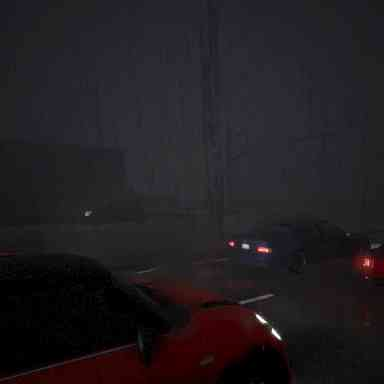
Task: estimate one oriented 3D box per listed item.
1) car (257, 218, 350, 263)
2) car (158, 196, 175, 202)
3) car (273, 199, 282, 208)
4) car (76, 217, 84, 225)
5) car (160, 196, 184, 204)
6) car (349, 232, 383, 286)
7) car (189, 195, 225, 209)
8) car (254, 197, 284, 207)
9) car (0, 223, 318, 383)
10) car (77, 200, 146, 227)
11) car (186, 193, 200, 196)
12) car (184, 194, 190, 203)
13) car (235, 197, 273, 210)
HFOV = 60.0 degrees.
[{"bbox_3d":[3.534,1.547,10.615,5.357,1.411,2.033,0,0,-35],"label":"car"},{"bbox_3d":[-5.757,1.552,75.142,1.994,1.385,4.181,0,0,-36],"label":"car"},{"bbox_3d":[10.153,1.477,47.200,1.882,1.535,5.008,0,0,-36],"label":"car"},{"bbox_3d":[-4.281,1.352,4.993,4.553,1.767,2.097,0,0,-35],"label":"car"},{"bbox_3d":[-4.223,1.547,61.019,2.033,1.411,5.357,0,0,-36],"label":"car"},{"bbox_3d":[6.108,1.601,8.144,4.718,1.301,1.895,0,0,-35],"label":"car"},{"bbox_3d":[2.261,1.547,46.128,2.033,1.411,5.357,0,0,-36],"label":"car"},{"bbox_3d":[11.709,1.564,51.013,1.994,1.385,4.181,0,0,-36],"label":"car"},{"bbox_3d":[-1.222,1.352,2.875,4.553,1.767,2.097,0,0,-35],"label":"car"},{"bbox_3d":[-5.495,1.352,22.764,4.553,1.767,2.097,0,0,-35],"label":"car"},{"bbox_3d":[0.612,1.223,66.344,2.150,2.045,5.566,0,0,-36],"label":"car"},{"bbox_3d":[-3.186,1.547,65.592,2.033,1.411,5.357,0,0,-36],"label":"car"},{"bbox_3d":[7.860,1.477,44.402,1.882,1.535,5.008,0,0,-36],"label":"car"}]
